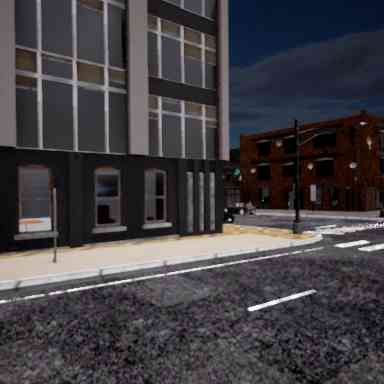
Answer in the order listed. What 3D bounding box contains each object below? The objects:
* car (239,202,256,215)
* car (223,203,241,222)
[{"bbox_3d":[5.364,1.890,38.190,2.008,1.369,4.403,-2,0,-37],"label":"car"},{"bbox_3d":[1.739,1.914,28.596,1.947,1.339,4.313,-2,0,-37],"label":"car"}]
